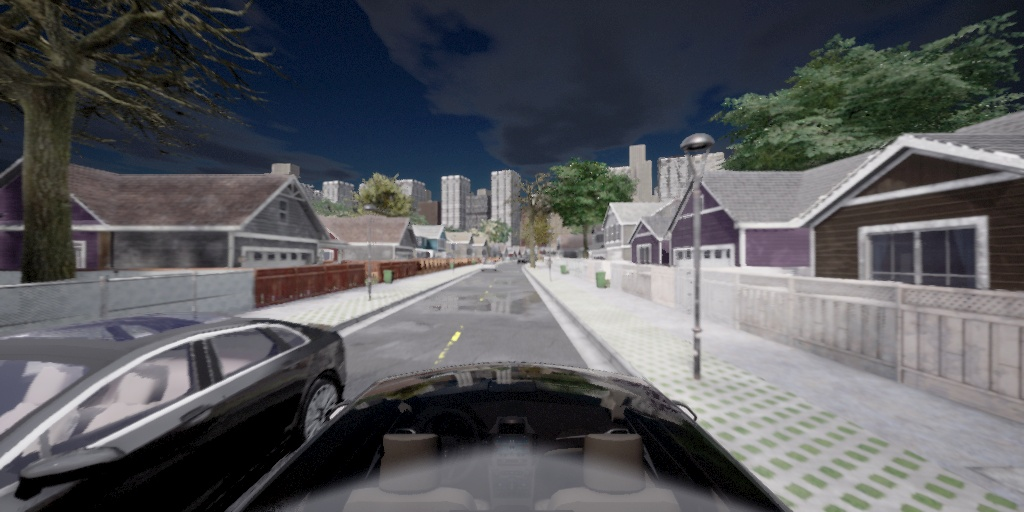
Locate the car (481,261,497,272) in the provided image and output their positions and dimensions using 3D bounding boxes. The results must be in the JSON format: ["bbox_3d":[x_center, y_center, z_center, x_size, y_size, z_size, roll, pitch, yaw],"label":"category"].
[{"bbox_3d":[-2.825,1.298,44.469,1.895,1.301,4.718,0,0,0],"label":"car"}]

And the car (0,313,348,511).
[{"bbox_3d":[-2.850,1.240,2.290,2.128,1.511,4.902,0,0,0],"label":"car"}]
